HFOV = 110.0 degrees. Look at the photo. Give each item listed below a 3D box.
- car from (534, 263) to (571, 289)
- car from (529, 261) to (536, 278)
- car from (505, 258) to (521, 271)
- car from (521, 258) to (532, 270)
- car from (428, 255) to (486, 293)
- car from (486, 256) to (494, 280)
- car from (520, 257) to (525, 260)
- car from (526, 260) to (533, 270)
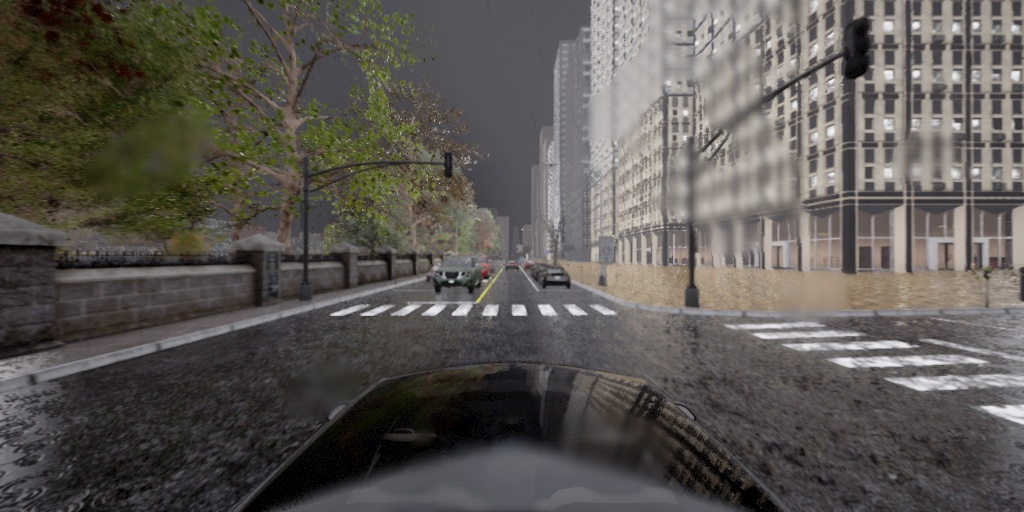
[{"bbox_3d":[2.692,1.322,23.294,1.948,1.339,4.313,0,0,0],"label":"car"},{"bbox_3d":[2.693,1.324,28.927,1.948,1.339,4.313,0,0,0],"label":"car"},{"bbox_3d":[0.004,1.280,50.130,1.837,1.490,4.892,0,0,0],"label":"car"},{"bbox_3d":[2.696,1.322,51.457,1.888,1.381,4.507,0,0,0],"label":"car"},{"bbox_3d":[-3.068,0.977,21.402,2.150,2.045,5.566,0,0,2],"label":"car"},{"bbox_3d":[-3.098,0.982,31.984,2.150,2.045,5.566,0,0,0],"label":"car"},{"bbox_3d":[2.697,1.223,57.089,1.967,1.591,4.097,0,0,0],"label":"car"},{"bbox_3d":[2.694,1.328,34.559,1.948,1.339,4.313,0,0,0],"label":"car"}]
